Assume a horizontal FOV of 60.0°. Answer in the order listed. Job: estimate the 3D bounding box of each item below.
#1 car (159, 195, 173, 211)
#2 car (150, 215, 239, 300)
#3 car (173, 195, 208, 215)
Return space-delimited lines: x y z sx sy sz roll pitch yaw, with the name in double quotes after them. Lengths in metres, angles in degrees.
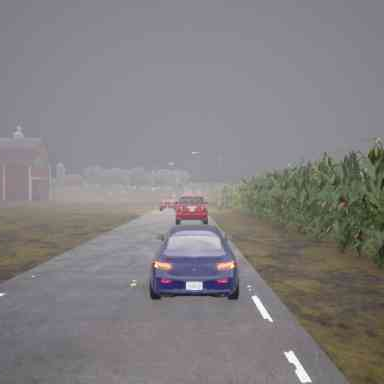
-3.002 1.403 43.163 2.150 2.045 5.566 0 -1 0 "car"
0.061 1.524 8.289 1.812 1.442 4.674 0 0 0 "car"
-0.046 1.245 23.933 2.150 2.045 5.566 0 0 -1 "car"
